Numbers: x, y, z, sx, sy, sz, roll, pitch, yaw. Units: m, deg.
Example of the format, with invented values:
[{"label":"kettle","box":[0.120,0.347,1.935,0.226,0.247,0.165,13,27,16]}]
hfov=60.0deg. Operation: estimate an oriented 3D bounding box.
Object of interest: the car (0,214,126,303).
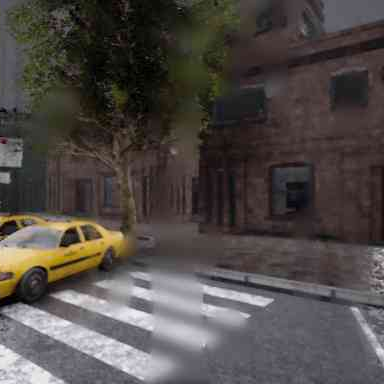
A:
[{"label":"car","box":[-3.543,1.437,8.412,1.946,1.575,5.366,1,0,16]}]

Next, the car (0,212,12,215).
[{"label":"car","box":[-5.984,1.418,10.159,1.946,1.575,5.366,1,0,16]}]
